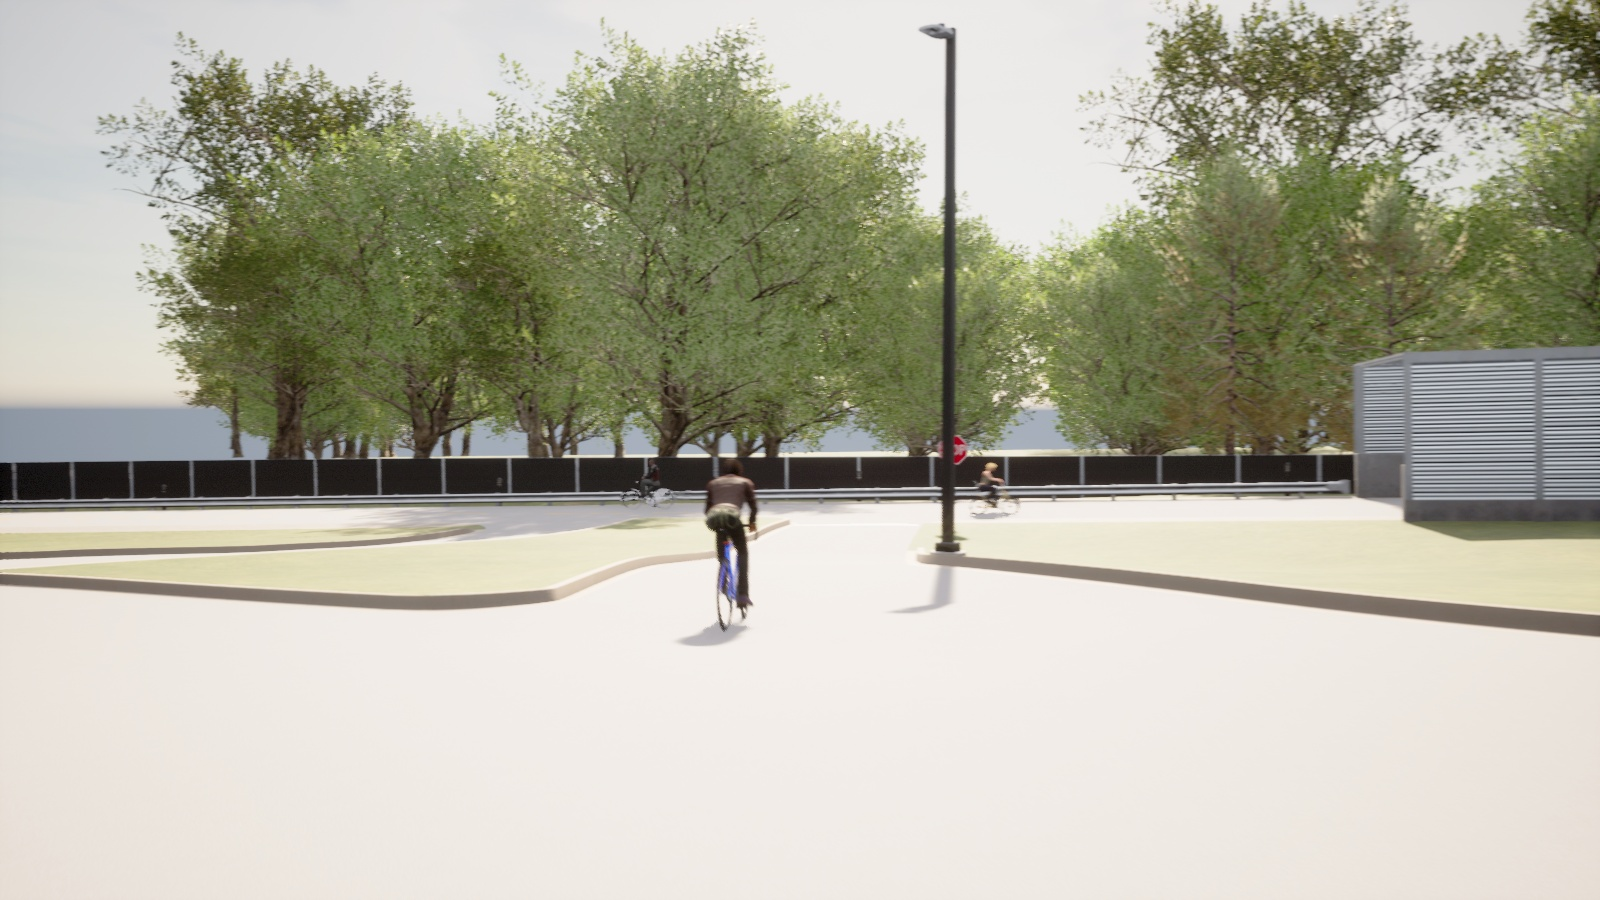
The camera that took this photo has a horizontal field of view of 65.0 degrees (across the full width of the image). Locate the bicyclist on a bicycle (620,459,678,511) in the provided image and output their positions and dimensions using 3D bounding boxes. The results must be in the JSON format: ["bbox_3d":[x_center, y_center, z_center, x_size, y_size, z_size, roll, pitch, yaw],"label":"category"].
[{"bbox_3d":[-5.255,1.204,43.728,1.843,1.776,0.659,0,2,9],"label":"bicyclist on a bicycle"}]

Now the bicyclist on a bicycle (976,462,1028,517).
[{"bbox_3d":[6.150,1.200,38.248,1.509,1.612,0.866,-1,2,10],"label":"bicyclist on a bicycle"}]

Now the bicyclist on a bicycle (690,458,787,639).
[{"bbox_3d":[-0.573,0.909,12.235,0.582,1.620,1.656,-2,-1,8],"label":"bicyclist on a bicycle"}]
